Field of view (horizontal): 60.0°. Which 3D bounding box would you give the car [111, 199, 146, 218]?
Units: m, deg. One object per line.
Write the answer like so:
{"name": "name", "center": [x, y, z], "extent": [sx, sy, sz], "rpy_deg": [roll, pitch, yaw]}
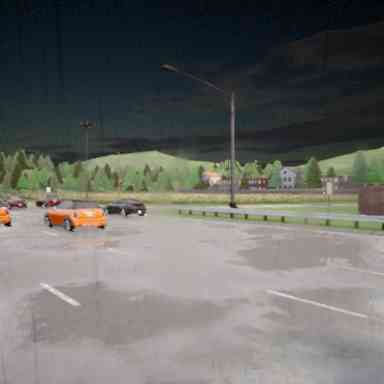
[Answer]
{"name": "car", "center": [-5.884, 1.359, 28.813], "extent": [1.837, 1.490, 4.892], "rpy_deg": [0, 0, -42]}

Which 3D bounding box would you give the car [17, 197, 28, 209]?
{"name": "car", "center": [-21.858, 1.338, 41.125], "extent": [1.812, 1.442, 4.674], "rpy_deg": [0, 0, -42]}

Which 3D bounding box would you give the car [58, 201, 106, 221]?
{"name": "car", "center": [-9.018, 1.469, 27.059], "extent": [1.895, 1.301, 4.718], "rpy_deg": [0, 0, -42]}

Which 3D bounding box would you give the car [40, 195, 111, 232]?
{"name": "car", "center": [-6.977, 1.257, 19.628], "extent": [2.097, 1.767, 4.553], "rpy_deg": [0, 0, -42]}

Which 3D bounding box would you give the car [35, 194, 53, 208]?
{"name": "car", "center": [-18.311, 1.152, 42.434], "extent": [2.097, 1.767, 4.553], "rpy_deg": [0, 0, -42]}

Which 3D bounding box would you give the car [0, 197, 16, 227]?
{"name": "car", "center": [-13.180, 1.257, 21.233], "extent": [2.097, 1.767, 4.553], "rpy_deg": [0, 0, -42]}
